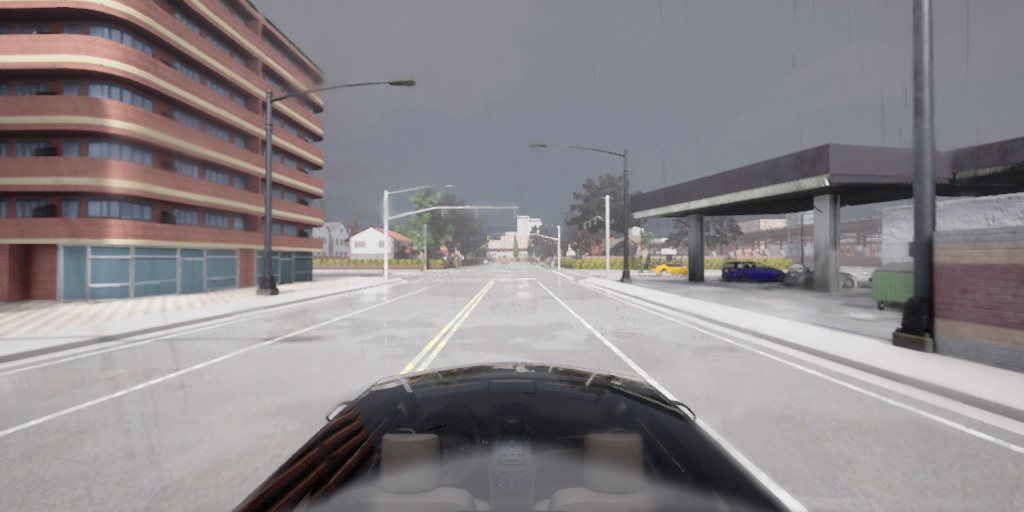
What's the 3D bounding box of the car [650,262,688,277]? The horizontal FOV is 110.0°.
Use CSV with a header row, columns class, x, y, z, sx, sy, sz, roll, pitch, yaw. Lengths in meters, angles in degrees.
class,x,y,z,sx,sy,sz,roll,pitch,yaw
car,18.011,1.428,39.939,5.008,1.535,1.882,0,-1,1
